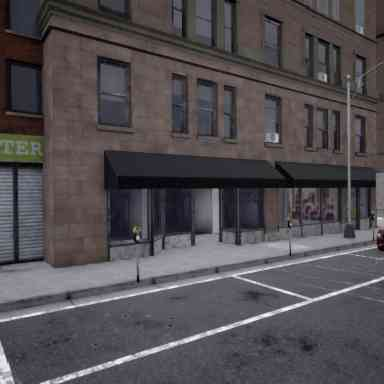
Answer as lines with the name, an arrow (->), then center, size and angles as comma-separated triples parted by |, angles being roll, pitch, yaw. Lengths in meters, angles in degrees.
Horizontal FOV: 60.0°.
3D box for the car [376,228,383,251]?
car -> 8.866, 1.540, 12.865 | 4.507, 1.381, 1.887 | 0, -1, -35
